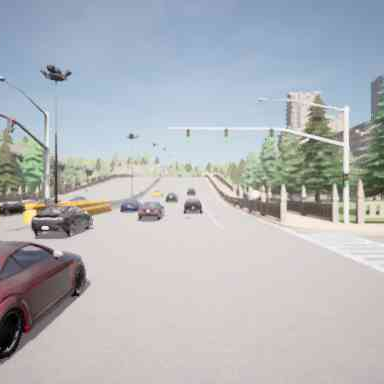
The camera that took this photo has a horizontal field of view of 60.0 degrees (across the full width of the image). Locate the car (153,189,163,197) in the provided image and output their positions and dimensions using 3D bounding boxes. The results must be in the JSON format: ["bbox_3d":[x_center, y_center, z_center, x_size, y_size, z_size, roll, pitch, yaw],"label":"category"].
[{"bbox_3d":[-7.155,0.091,70.048,1.882,1.535,5.008,0,7,0],"label":"car"}]

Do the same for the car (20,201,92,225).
[{"bbox_3d":[-6.897,1.474,18.064,2.128,1.511,4.902,0,0,0],"label":"car"}]

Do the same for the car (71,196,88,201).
[{"bbox_3d":[-17.555,1.360,51.540,1.812,1.442,4.674,0,2,0],"label":"car"}]

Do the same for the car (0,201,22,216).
[{"bbox_3d":[-17.565,1.570,31.723,1.895,1.301,4.718,0,0,0],"label":"car"}]

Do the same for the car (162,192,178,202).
[{"bbox_3d":[-3.596,0.839,59.277,2.097,1.767,4.553,0,3,0],"label":"car"}]

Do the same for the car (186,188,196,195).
[{"bbox_3d":[-0.167,-0.131,72.374,1.837,1.490,4.892,0,7,0],"label":"car"}]

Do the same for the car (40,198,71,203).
[{"bbox_3d":[-17.504,1.507,41.597,2.033,1.411,5.357,0,0,0],"label":"car"}]

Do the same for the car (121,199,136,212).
[{"bbox_3d":[-6.902,1.526,38.381,1.994,1.385,4.181,0,0,0],"label":"car"}]

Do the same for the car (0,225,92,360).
[{"bbox_3d":[-3.398,1.558,5.919,1.994,1.385,4.181,0,0,0],"label":"car"}]

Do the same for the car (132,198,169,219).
[{"bbox_3d":[-3.395,1.519,28.333,2.033,1.411,5.357,0,0,0],"label":"car"}]

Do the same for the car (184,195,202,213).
[{"bbox_3d":[0.103,1.441,36.612,1.882,1.535,5.008,0,0,0],"label":"car"}]
